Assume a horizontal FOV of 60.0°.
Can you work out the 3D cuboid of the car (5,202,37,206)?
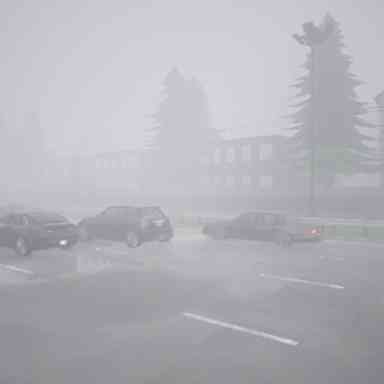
[{"bbox_3d":[-13.921,1.492,26.829,5.357,1.411,2.033,0,0,36],"label":"car"}]

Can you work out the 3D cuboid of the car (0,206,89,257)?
[{"bbox_3d":[-6.405,1.478,12.865,4.892,1.490,1.837,0,0,36],"label":"car"}]

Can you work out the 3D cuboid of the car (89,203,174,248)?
[{"bbox_3d":[-3.064,1.329,14.779,4.553,1.767,2.097,0,0,36],"label":"car"}]

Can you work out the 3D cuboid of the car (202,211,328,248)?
[{"bbox_3d":[3.075,1.533,14.698,5.357,1.411,2.033,0,0,36],"label":"car"}]
